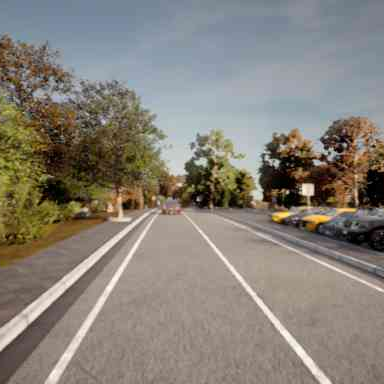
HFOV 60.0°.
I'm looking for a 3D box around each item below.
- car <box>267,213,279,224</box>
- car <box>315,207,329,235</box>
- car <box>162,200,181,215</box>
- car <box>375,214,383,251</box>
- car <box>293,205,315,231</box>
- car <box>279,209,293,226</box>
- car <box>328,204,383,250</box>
[{"bbox_3d":[8.652,1.809,26.057,5.366,1.575,1.946,1,-1,-4],"label":"car"},{"bbox_3d":[9.437,1.633,17.774,4.553,1.767,2.185,1,0,-4],"label":"car"},{"bbox_3d":[-2.348,1.692,38.139,2.097,1.767,4.553,1,-1,-4],"label":"car"},{"bbox_3d":[9.809,1.777,12.237,4.792,1.488,2.163,1,0,-4],"label":"car"},{"bbox_3d":[9.221,1.769,20.542,5.008,1.535,2.097,1,0,-4],"label":"car"},{"bbox_3d":[9.031,1.790,23.307,4.892,1.521,2.231,1,-1,-4],"label":"car"},{"bbox_3d":[9.569,1.499,15.005,5.566,2.045,2.435,1,0,-4],"label":"car"}]
